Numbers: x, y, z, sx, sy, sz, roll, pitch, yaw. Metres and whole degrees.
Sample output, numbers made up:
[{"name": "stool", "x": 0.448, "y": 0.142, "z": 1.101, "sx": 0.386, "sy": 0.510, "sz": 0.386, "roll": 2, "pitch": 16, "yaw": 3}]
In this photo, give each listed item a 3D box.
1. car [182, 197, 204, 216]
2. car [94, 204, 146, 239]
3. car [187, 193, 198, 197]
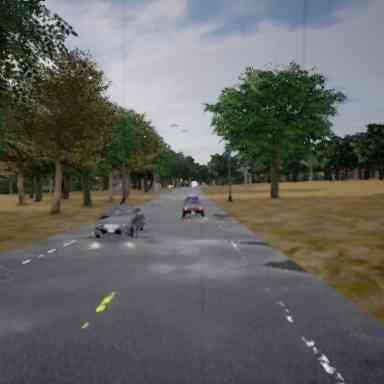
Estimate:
[{"name": "car", "x": 0.098, "y": 1.376, "z": 29.494, "sx": 1.895, "sy": 1.301, "sz": 4.718, "roll": 0, "pitch": 1, "yaw": 0}, {"name": "car", "x": -3.542, "y": 1.413, "z": 17.081, "sx": 2.128, "sy": 1.511, "sz": 4.902, "roll": 0, "pitch": 0, "yaw": 1}, {"name": "car", "x": 0.068, "y": 0.933, "z": 47.915, "sx": 1.882, "sy": 1.535, "sz": 5.008, "roll": 0, "pitch": 2, "yaw": 0}]
